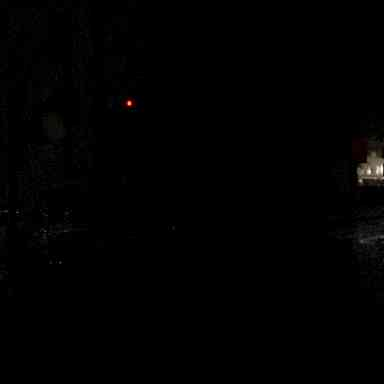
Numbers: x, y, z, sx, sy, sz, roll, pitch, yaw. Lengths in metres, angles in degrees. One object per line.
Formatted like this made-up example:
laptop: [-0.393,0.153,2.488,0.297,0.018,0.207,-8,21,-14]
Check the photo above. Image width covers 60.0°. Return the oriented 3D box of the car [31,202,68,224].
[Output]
car: [-10.811,1.472,25.053,1.882,1.535,5.008,-1,0,-35]

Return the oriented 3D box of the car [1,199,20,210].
car: [-24.019,1.626,43.951,1.994,1.385,4.181,-1,0,-35]
